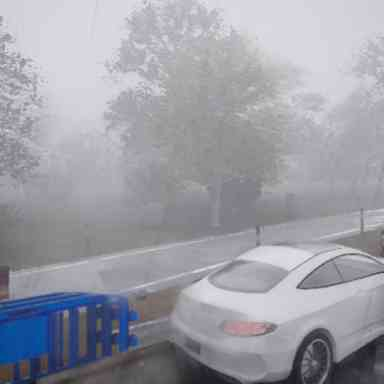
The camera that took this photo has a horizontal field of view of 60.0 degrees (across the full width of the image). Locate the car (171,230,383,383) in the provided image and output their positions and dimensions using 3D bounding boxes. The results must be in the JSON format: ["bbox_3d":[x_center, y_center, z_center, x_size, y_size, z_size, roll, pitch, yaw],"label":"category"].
[{"bbox_3d":[1.884,1.475,5.112,4.674,1.452,2.002,-3,0,-35],"label":"car"}]
